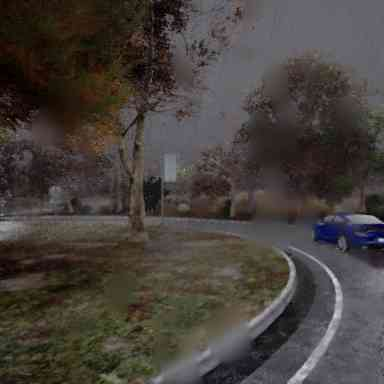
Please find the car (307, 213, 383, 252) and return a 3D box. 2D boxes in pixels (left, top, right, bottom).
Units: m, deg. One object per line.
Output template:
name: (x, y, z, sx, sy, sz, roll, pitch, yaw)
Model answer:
car: (6.819, 1.638, 14.664, 1.882, 1.535, 5.008, 1, -1, -3)
